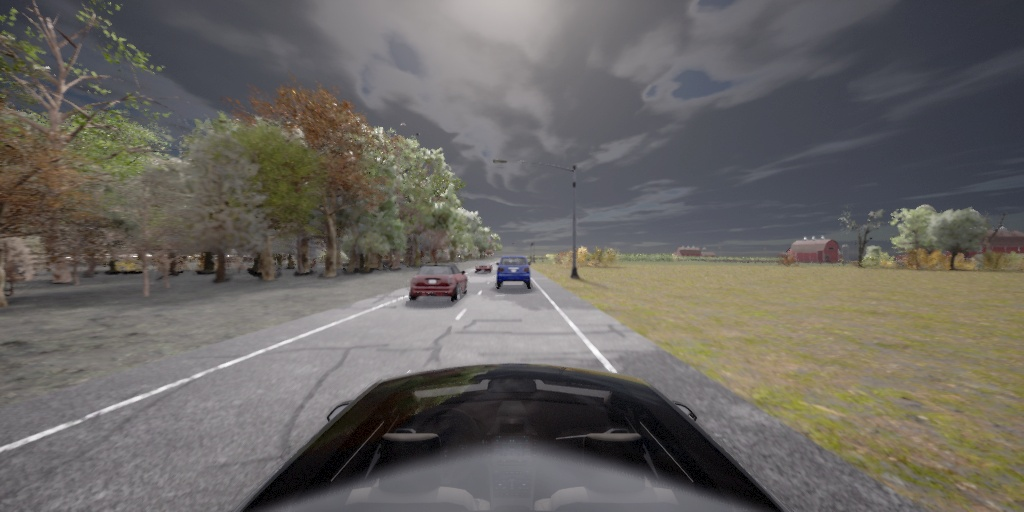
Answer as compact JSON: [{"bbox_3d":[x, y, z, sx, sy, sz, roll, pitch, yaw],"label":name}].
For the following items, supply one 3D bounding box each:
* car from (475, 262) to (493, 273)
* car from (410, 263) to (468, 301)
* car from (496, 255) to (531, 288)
[{"bbox_3d":[-3.404,1.377,44.356,1.895,1.301,4.718,0,0,0],"label":"car"},{"bbox_3d":[-3.401,1.115,17.461,2.097,1.767,4.553,0,0,0],"label":"car"},{"bbox_3d":[0.099,0.988,24.057,2.150,2.045,5.566,0,0,0],"label":"car"}]
